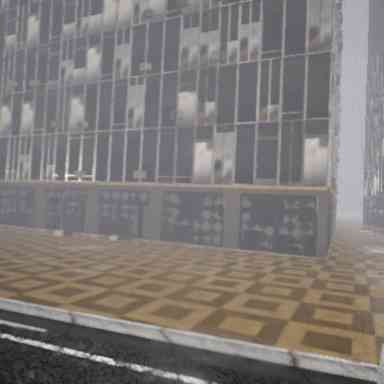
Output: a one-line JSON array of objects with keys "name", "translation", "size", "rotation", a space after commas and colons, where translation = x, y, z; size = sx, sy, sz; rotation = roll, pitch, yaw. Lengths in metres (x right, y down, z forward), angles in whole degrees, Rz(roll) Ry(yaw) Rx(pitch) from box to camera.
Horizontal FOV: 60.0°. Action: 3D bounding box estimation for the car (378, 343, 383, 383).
[{"name": "car", "translation": [4.342, 1.440, 2.009], "size": [5.566, 2.045, 2.150], "rotation": [1, -2, 20]}]
